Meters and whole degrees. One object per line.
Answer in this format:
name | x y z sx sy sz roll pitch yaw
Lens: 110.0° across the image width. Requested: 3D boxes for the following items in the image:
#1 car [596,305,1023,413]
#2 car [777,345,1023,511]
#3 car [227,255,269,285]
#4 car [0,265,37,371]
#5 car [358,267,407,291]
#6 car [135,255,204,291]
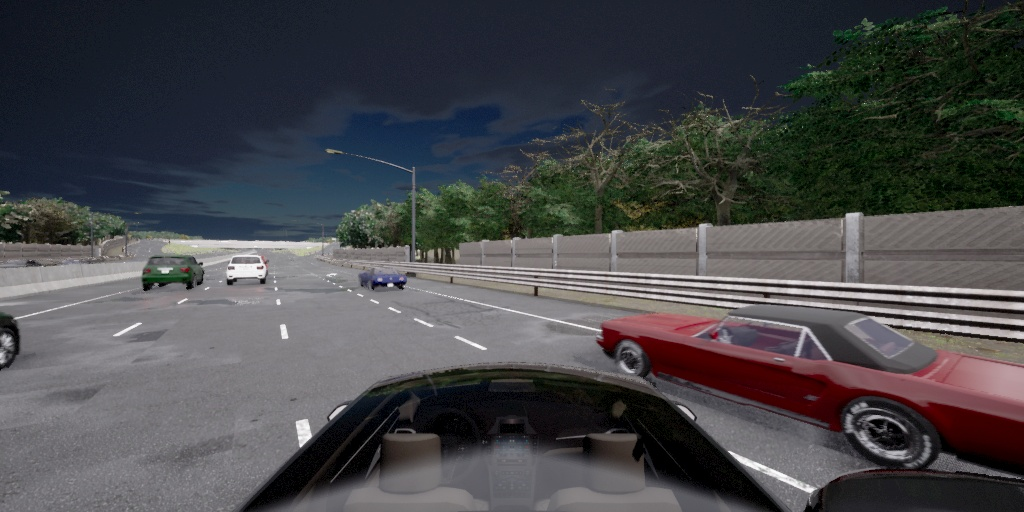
car | 3.482 1.351 4.988 1.895 1.301 4.718 0 0 -34
car | 2.986 1.315 0.431 4.181 1.385 1.994 0 0 34
car | -19.272 0.956 26.181 2.150 2.045 5.566 0 0 -34
car | -8.868 1.098 4.495 2.097 1.767 4.553 0 0 -34
car | -8.108 1.345 22.118 1.895 1.301 4.718 0 0 -34
car | -20.811 0.959 22.191 2.150 2.045 5.566 0 0 -34
